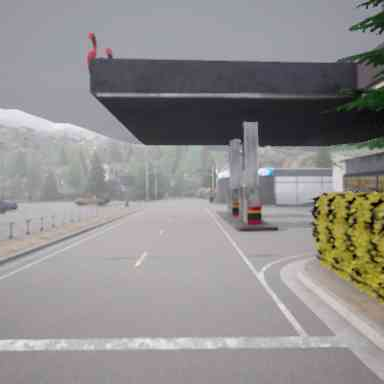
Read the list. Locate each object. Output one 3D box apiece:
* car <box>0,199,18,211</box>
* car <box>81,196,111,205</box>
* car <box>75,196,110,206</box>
[{"bbox_3d":[-23.959,1.614,41.994,3.633,1.501,1.845,-1,0,0],"label":"car"},{"bbox_3d":[-16.392,1.425,57.003,4.514,1.523,2.007,-1,0,0],"label":"car"},{"bbox_3d":[-16.328,1.430,53.867,5.027,1.636,2.152,-1,0,0],"label":"car"}]
